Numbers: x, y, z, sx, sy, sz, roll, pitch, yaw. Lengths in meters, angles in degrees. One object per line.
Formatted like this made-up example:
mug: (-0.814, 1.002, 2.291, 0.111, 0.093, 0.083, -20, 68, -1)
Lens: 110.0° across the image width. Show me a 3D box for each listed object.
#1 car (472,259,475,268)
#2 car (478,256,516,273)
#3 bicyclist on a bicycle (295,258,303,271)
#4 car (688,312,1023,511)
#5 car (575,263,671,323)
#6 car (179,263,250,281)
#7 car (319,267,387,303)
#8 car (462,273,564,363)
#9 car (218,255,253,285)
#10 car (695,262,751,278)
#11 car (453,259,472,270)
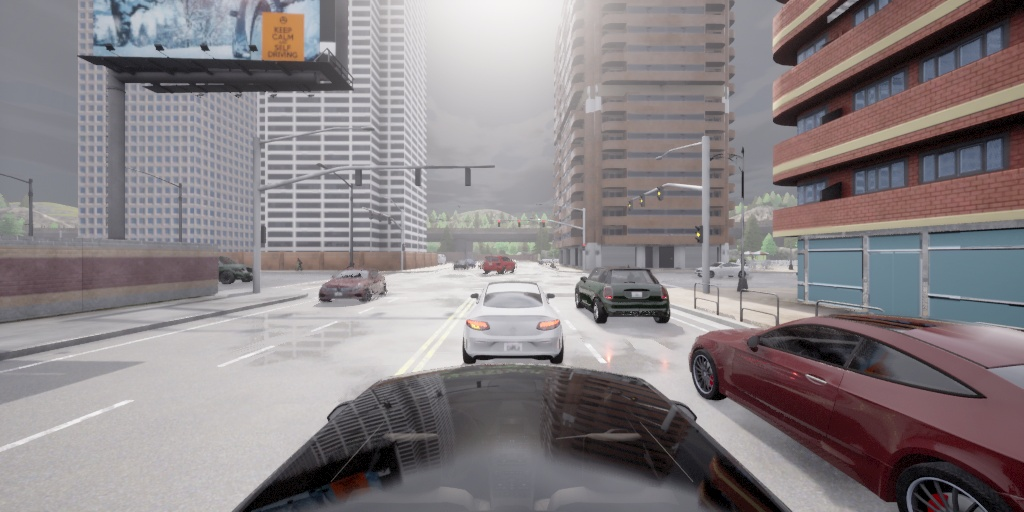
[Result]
car: (-7.549, 1.228, 62.991, 1.882, 1.535, 5.008, 0, 0, 0)
car: (-1.348, 0.971, 39.620, 2.150, 2.045, 5.566, 1, 0, 19)
bicyclist on a bicycle: (-25.974, 1.051, 43.748, 0.582, 1.620, 1.656, 0, 0, 0)
car: (3.580, 1.276, 3.482, 1.812, 1.442, 4.674, 0, 0, 0)
car: (3.499, 1.102, 12.201, 2.097, 1.767, 4.553, 0, 0, 0)
car: (-24.180, 1.314, 29.271, 4.181, 1.385, 1.994, 0, 0, 0)
car: (-7.167, 1.276, 16.723, 1.812, 1.442, 4.674, 1, 0, -5)
car: (0.017, 1.276, 7.986, 1.812, 1.442, 4.674, 0, 0, 0)
car: (-21.467, 0.968, 25.775, 5.566, 2.045, 2.150, 0, 0, 0)
car: (19.387, 1.276, 33.064, 4.674, 1.442, 1.812, 0, 0, 0)
car: (-7.498, 1.228, 52.970, 1.882, 1.535, 5.008, 0, 0, 0)
